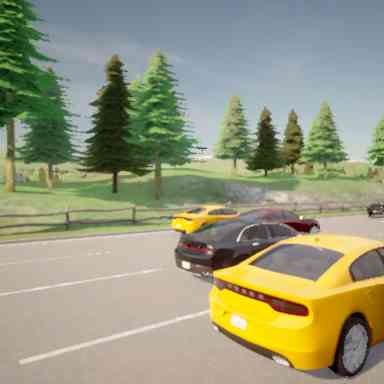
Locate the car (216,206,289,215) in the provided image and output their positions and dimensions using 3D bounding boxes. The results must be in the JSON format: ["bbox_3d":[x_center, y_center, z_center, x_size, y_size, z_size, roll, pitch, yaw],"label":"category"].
[{"bbox_3d":[3.749,1.461,15.040,5.008,1.535,1.882,0,0,-36],"label":"car"}]

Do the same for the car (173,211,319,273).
[{"bbox_3d":[1.832,1.496,9.377,4.892,1.490,1.837,0,0,-35],"label":"car"}]

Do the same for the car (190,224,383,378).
[{"bbox_3d":[2.600,1.468,5.613,5.008,1.535,1.882,0,0,-36],"label":"car"}]

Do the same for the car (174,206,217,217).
[{"bbox_3d":[1.363,1.467,17.637,5.008,1.535,1.882,0,0,-36],"label":"car"}]

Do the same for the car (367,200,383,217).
[{"bbox_3d":[17.106,1.428,28.895,4.902,1.511,2.128,0,0,-36],"label":"car"}]
